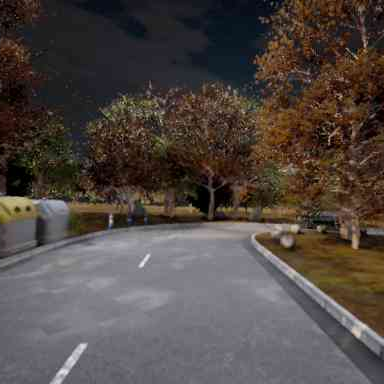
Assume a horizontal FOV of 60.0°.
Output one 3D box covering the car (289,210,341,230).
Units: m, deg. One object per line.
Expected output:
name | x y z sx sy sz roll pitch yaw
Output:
car | 11.140 2.374 29.897 4.553 1.767 2.097 3 -2 -6
